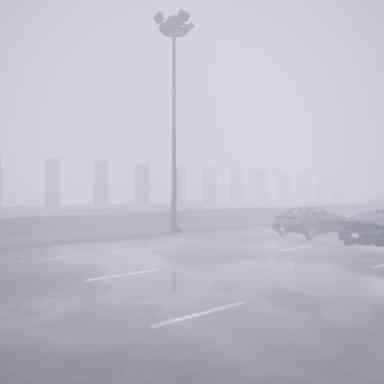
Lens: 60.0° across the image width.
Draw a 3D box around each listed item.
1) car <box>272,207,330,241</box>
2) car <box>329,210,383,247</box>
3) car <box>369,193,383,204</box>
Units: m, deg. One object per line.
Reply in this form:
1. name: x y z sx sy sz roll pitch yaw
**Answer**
1. car: 6.179 1.492 16.807 4.902 1.511 2.128 0 0 -35
2. car: 8.169 1.482 13.928 5.008 1.535 1.882 0 0 -35
3. car: 35.347 1.211 62.010 5.566 2.045 2.150 0 0 -35
